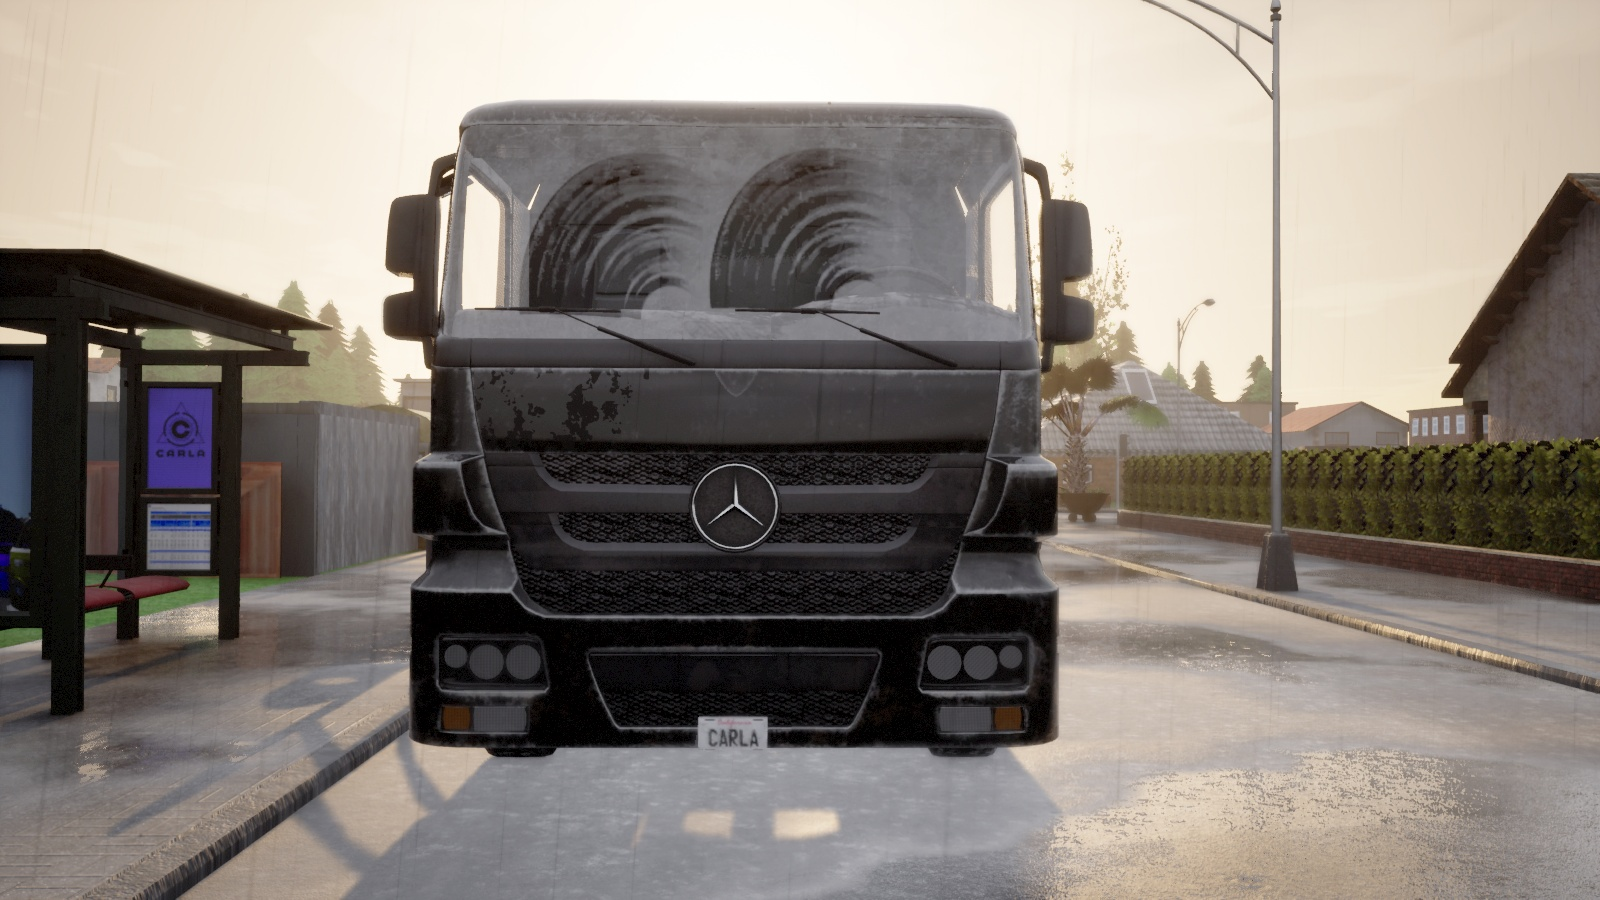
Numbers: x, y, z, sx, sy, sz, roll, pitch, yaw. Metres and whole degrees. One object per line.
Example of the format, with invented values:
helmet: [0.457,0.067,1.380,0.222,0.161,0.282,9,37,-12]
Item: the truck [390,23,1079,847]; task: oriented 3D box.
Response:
truck: [-0.345,-0.011,9.266,2.891,3.462,7.936,0,-1,-1]
